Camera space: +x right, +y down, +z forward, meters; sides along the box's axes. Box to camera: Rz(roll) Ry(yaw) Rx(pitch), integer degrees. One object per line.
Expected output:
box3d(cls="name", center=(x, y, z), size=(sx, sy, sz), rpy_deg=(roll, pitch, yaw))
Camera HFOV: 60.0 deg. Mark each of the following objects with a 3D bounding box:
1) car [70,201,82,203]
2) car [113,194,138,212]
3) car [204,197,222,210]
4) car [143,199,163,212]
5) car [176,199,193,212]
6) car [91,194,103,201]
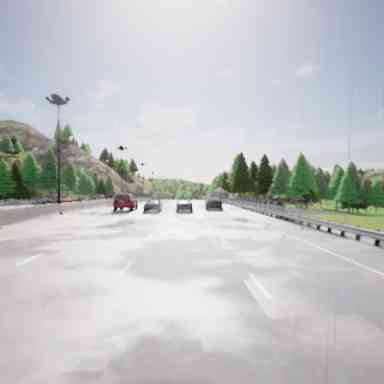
box3d(cls="car", center=(-22.612, 1.880, 67.339), size=(1.895, 1.301, 4.718), rpy_deg=(0, -1, -1))
box3d(cls="car", center=(-7.872, 1.212, 39.728), size=(2.150, 2.045, 5.566), rpy_deg=(0, 0, -1))
box3d(cls="car", center=(2.607, 1.389, 40.995), size=(1.882, 1.535, 5.008), rpy_deg=(0, 0, -1))
box3d(cls="car", center=(-4.332, 1.513, 37.397), size=(2.033, 1.411, 5.357), rpy_deg=(0, 0, -1))
box3d(cls="car", center=(-0.834, 1.488, 37.474), size=(2.033, 1.411, 5.357), rpy_deg=(0, 0, -1))
box3d(cls="car", center=(-19.116, 1.484, 67.431), size=(2.150, 2.045, 5.566), rpy_deg=(0, -1, -1))
